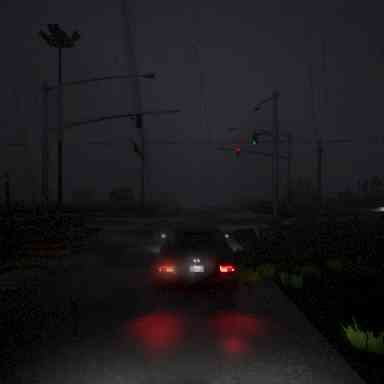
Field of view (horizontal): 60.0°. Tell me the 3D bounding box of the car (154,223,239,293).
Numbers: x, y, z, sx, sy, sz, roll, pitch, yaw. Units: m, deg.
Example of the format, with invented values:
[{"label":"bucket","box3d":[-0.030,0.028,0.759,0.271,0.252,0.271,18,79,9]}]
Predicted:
[{"label":"car","box3d":[0.090,1.547,8.996,2.033,1.411,5.357,0,0,0]}]
